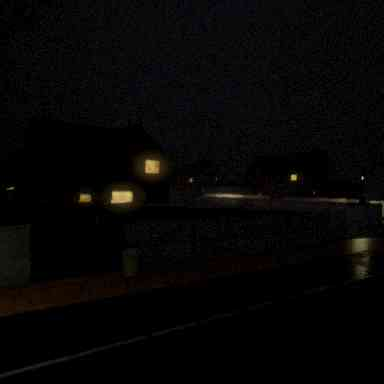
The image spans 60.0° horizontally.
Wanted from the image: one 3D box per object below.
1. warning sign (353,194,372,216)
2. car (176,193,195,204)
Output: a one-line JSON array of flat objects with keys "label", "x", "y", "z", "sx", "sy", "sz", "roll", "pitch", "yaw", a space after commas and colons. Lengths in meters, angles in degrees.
[{"label": "warning sign", "x": 15.388, "y": 1.159, "z": 30.005, "sx": 1.300, "sy": 1.860, "sz": 1.060, "roll": 0, "pitch": 0, "yaw": -36}, {"label": "car", "x": -1.517, "y": 0.918, "z": 49.148, "sx": 2.097, "sy": 1.767, "sz": 4.553, "roll": 1, "pitch": 0, "yaw": -35}]
